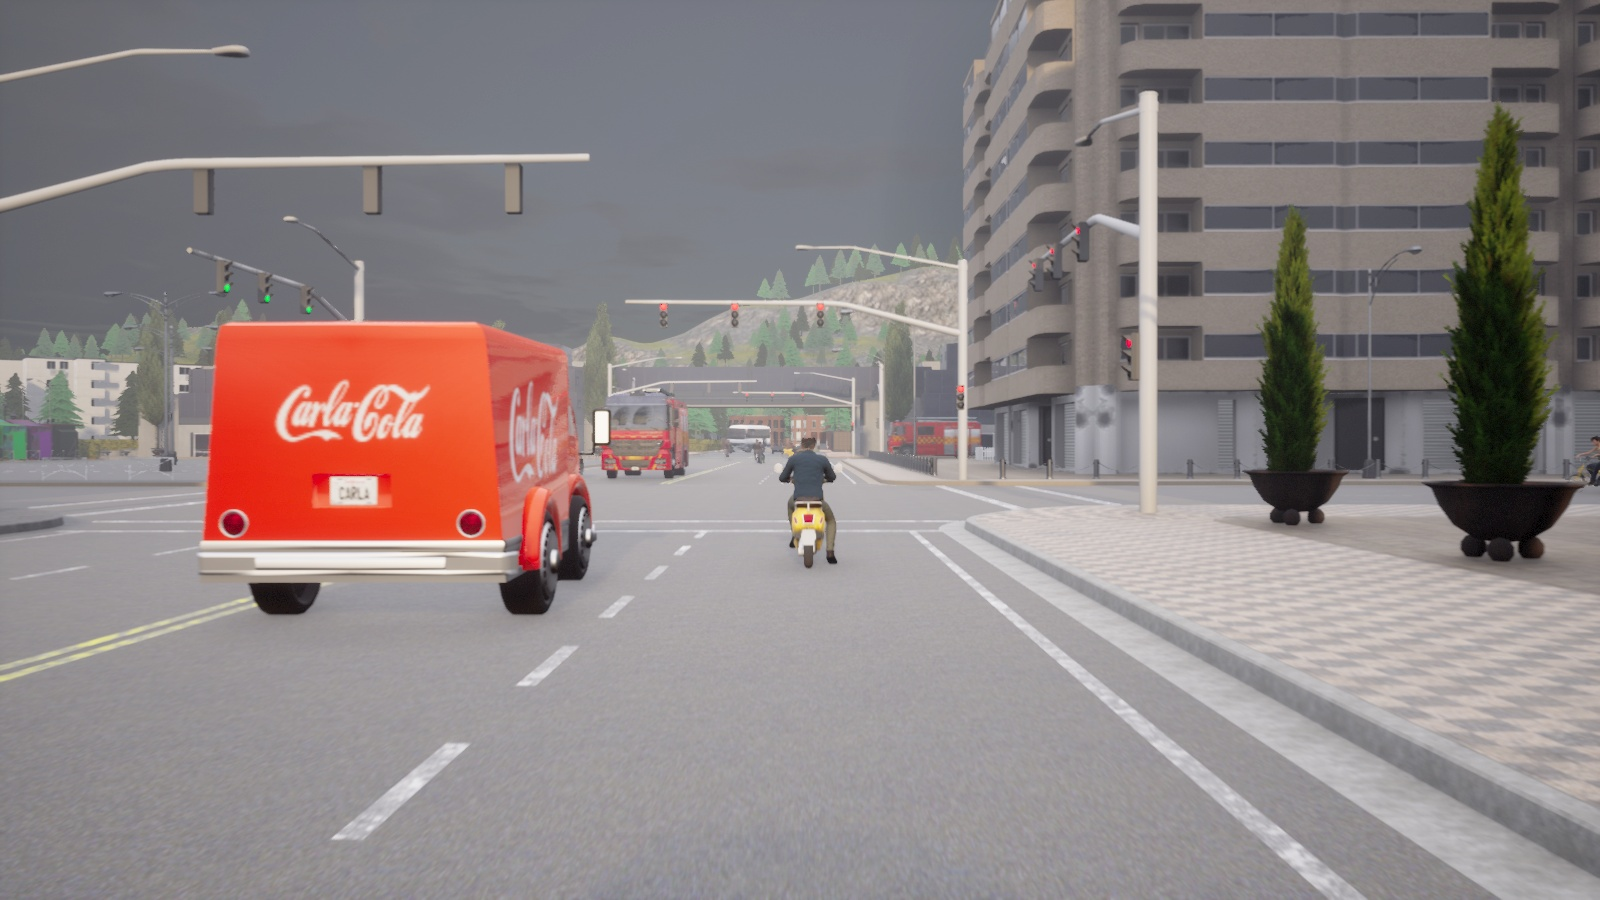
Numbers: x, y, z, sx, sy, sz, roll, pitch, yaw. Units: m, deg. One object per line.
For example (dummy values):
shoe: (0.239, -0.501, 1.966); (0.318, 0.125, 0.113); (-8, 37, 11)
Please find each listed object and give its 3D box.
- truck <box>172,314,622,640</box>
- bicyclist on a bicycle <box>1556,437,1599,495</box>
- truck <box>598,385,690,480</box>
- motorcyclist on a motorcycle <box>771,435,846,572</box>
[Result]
truck: (-3.416, 0.189, 12.092); (2.627, 2.467, 5.204); (0, 0, 0)
bicyclist on a bicycle: (22.375, 0.446, 35.470); (1.509, 1.612, 0.866); (0, 0, 1)
truck: (-6.672, -0.733, 54.889); (2.891, 3.827, 8.468); (0, 0, 0)
motorcyclist on a motorcycle: (0.103, 0.613, 15.413); (0.866, 1.590, 1.817); (0, 0, 0)
